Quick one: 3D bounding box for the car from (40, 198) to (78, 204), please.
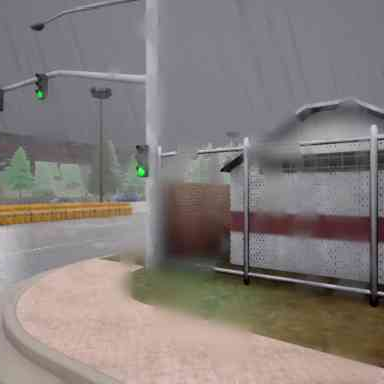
[{"bbox_3d":[-15.880,1.505,39.628,1.837,1.490,4.892,0,0,34],"label":"car"}]
